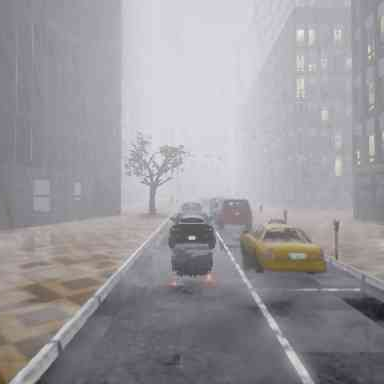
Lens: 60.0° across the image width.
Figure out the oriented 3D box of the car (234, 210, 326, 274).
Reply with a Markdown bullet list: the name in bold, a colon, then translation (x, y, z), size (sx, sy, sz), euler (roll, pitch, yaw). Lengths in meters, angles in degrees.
- **car**: translation (2.580, 1.527, 10.406), size (1.752, 1.417, 4.829), euler (1, 0, 0)

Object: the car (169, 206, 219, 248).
- **car**: translation (0.000, 1.538, 14.652), size (1.812, 1.442, 4.674), euler (0, 0, 0)

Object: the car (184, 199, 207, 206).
- **car**: translation (0.000, 1.579, 29.656), size (2.033, 1.411, 5.357), euler (0, 0, 0)

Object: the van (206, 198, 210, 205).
- **van**: translation (2.583, 1.359, 32.506), size (1.690, 1.788, 3.998), euler (1, 0, 0)

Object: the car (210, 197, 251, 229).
- **car**: translation (2.583, 1.323, 21.371), size (2.192, 1.841, 5.009), euler (1, 0, 0)

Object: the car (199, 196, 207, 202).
- **car**: translation (2.577, 1.672, 77.044), size (1.802, 1.307, 4.206), euler (1, 0, 0)

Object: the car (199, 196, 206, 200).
- **car**: translation (2.579, 1.592, 54.775), size (1.887, 1.381, 4.507), euler (1, 0, 0)

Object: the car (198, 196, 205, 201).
- **car**: translation (2.577, 1.699, 88.178), size (1.802, 1.307, 4.206), euler (1, 0, 0)
